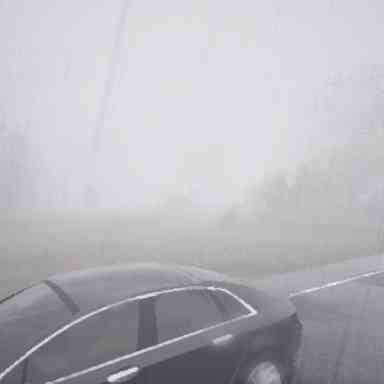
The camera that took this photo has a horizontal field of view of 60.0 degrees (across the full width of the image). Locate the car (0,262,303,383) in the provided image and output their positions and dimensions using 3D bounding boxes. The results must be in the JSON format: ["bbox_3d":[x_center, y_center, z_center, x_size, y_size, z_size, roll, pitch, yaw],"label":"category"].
[{"bbox_3d":[-0.965,1.572,3.197,4.892,1.490,1.837,0,-1,-35],"label":"car"}]
